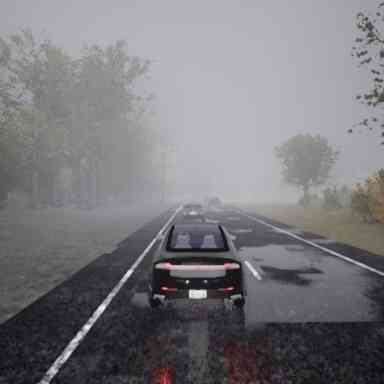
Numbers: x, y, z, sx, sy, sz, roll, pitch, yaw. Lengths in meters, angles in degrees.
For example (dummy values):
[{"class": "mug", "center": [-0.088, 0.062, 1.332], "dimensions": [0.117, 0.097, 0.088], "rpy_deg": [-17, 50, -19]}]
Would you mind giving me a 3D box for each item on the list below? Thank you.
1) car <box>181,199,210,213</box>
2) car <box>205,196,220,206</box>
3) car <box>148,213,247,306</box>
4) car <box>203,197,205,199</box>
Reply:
[{"class": "car", "center": [0.100, 1.574, 26.329], "dimensions": [2.033, 1.411, 5.357], "rpy_deg": [0, 0, 0]}, {"class": "car", "center": [3.599, 1.536, 54.920], "dimensions": [1.882, 1.535, 5.008], "rpy_deg": [0, 0, 0]}, {"class": "car", "center": [0.099, 1.500, 8.001], "dimensions": [2.128, 1.511, 4.902], "rpy_deg": [0, 0, 0]}, {"class": "car", "center": [3.501, 1.580, 73.243], "dimensions": [1.837, 1.490, 4.892], "rpy_deg": [0, 0, 0]}]
